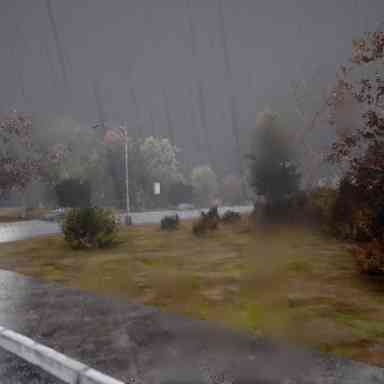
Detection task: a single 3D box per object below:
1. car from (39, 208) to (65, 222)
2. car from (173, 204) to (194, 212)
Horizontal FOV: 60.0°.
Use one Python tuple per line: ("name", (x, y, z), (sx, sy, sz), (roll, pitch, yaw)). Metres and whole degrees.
("car", (-13.991, 2.440, 35.903), (1.837, 1.490, 4.892), (-3, -2, 33))
("car", (-1.371, 2.631, 55.714), (1.994, 1.385, 4.181), (-3, -2, 33))
